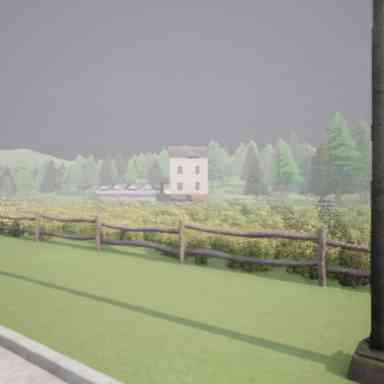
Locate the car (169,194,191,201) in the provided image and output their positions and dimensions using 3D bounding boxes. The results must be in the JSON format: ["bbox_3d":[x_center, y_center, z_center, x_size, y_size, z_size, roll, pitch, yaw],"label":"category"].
[{"bbox_3d":[-2.347,1.270,67.714,4.605,1.855,1.932,0,0,35],"label":"car"}]
